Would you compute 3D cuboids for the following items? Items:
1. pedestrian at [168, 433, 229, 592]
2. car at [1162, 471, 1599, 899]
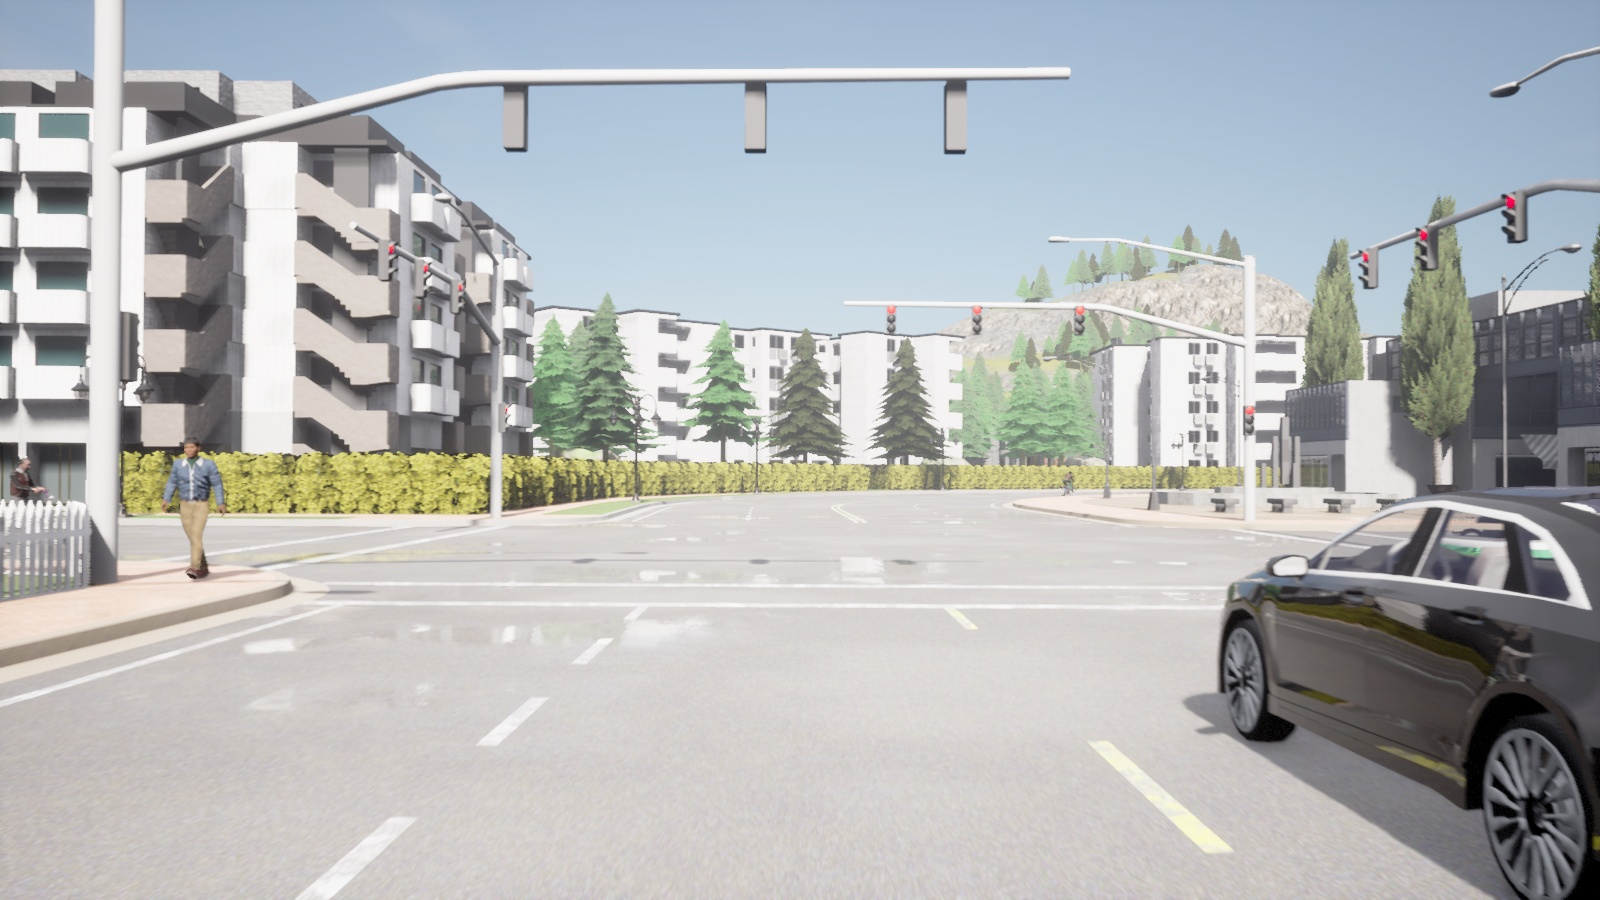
[{"bbox_3d":[-7.554,0.768,15.784,0.423,1.949,0.788,0,-1,-4],"label":"pedestrian"},{"bbox_3d":[3.486,0.856,5.918,2.128,1.511,4.902,0,-1,0],"label":"car"}]
